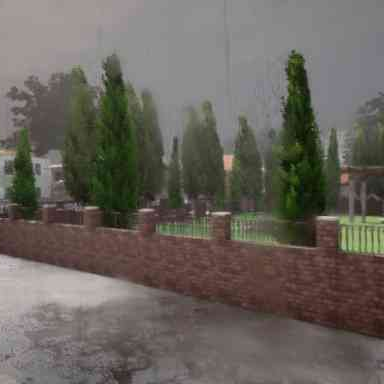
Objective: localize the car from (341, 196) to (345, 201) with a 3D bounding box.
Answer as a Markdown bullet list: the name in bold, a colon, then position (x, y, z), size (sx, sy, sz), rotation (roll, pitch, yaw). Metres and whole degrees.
- **car**: position (18.732, 1.184, 41.073), size (1.816, 1.474, 4.193), rotation (0, 0, 35)
